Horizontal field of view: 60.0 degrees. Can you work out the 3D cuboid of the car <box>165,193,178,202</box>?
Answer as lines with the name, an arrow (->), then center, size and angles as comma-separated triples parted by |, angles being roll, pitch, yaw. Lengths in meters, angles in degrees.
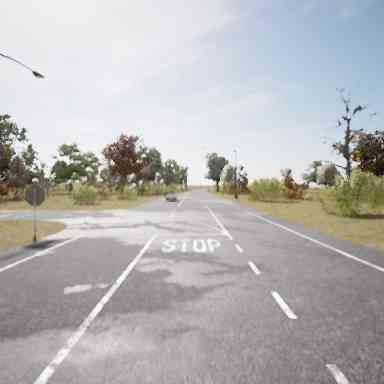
car -> -3.420, 0.876, 55.181 | 2.128, 1.511, 4.902 | 0, 1, 0
